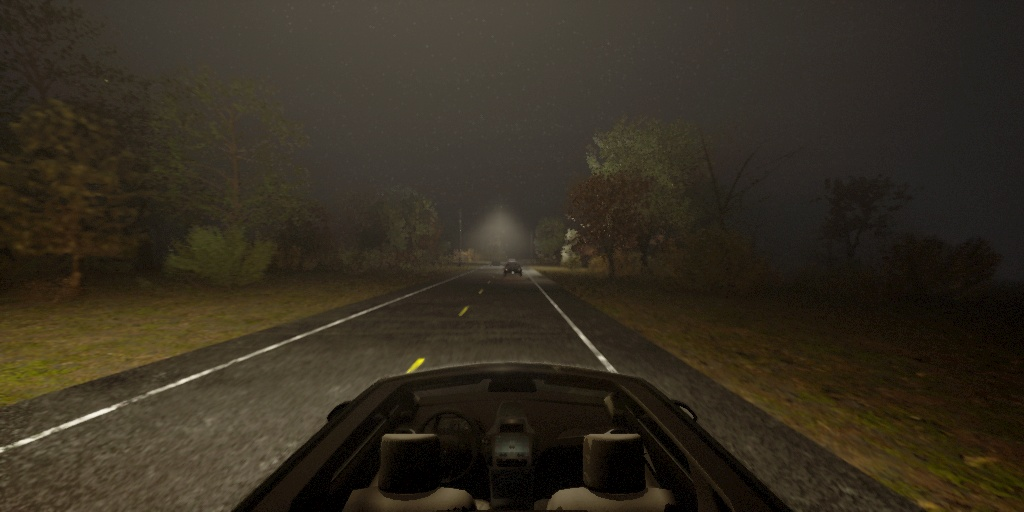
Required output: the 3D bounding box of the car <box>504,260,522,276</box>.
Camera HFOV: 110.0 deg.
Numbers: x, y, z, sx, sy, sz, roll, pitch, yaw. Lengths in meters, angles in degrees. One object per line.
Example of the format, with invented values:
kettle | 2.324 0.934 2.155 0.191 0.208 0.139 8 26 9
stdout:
car | 0.095 1.369 37.381 1.895 1.301 4.718 0 0 0
